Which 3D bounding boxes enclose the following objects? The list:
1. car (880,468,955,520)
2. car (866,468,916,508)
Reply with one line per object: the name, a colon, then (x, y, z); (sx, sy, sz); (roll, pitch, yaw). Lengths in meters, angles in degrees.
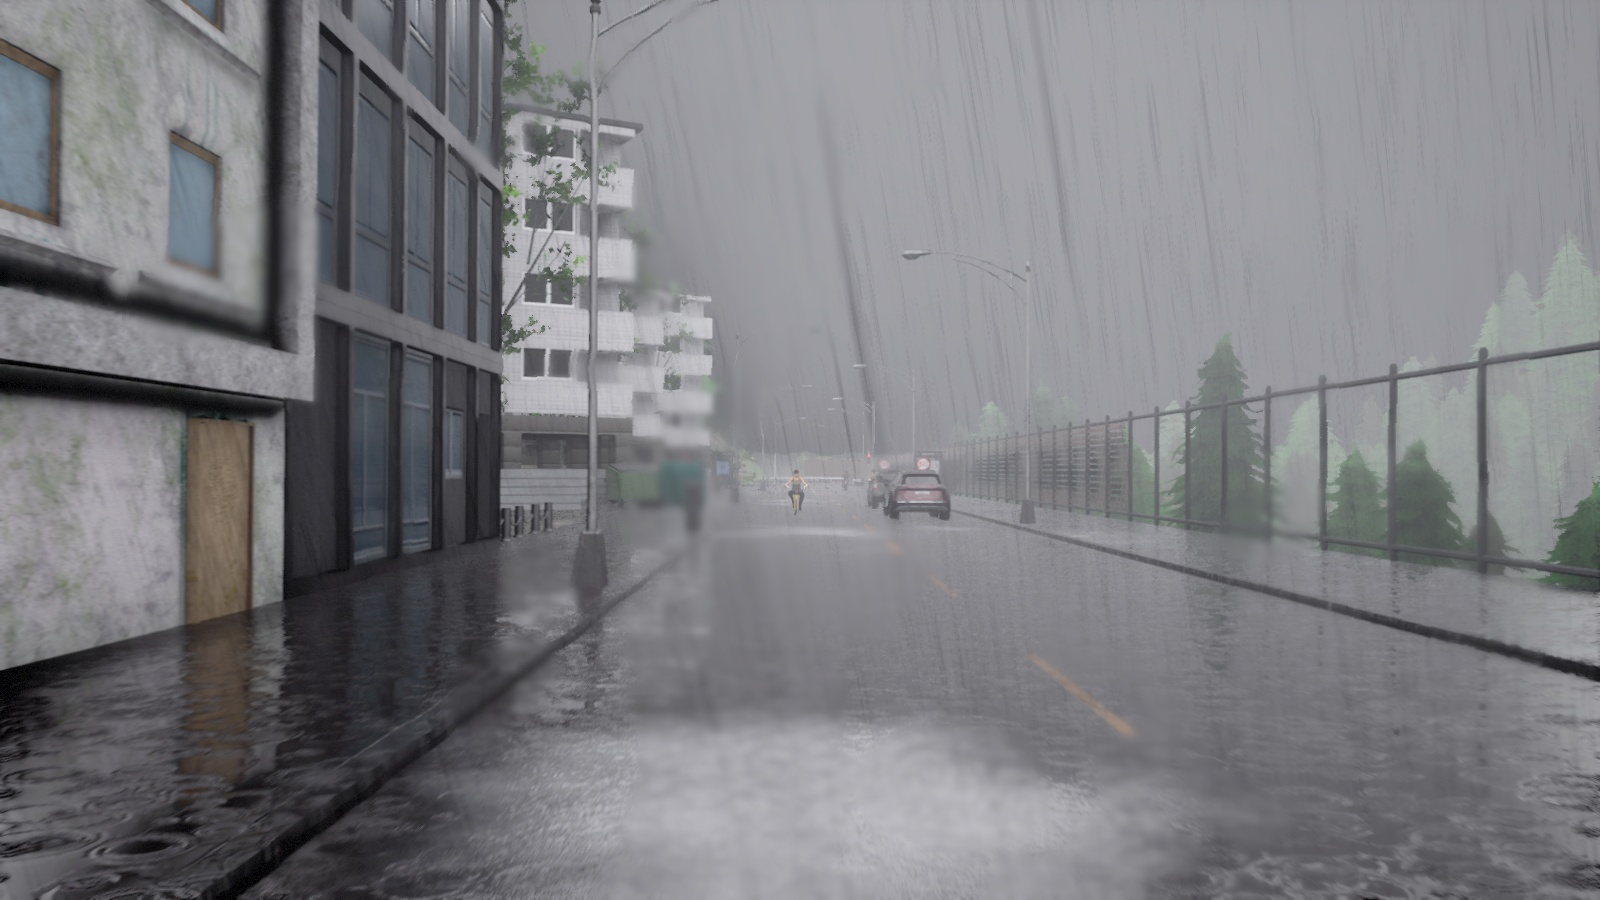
car: (3.890, 1.437, 42.288); (2.033, 1.649, 4.856); (0, -1, 0)
car: (3.860, 1.596, 53.700); (1.851, 1.617, 3.988); (0, -1, 0)
